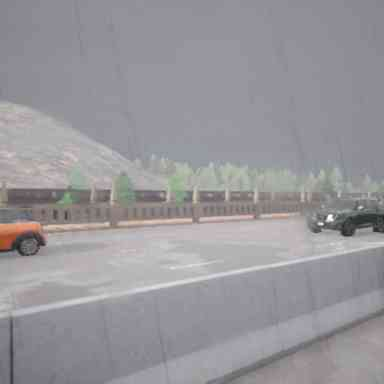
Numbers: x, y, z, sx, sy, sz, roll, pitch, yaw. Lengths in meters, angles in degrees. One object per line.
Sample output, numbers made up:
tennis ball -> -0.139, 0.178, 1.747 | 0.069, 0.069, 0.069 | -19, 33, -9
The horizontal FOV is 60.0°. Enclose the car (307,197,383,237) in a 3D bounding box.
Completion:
car -> 8.976, 1.319, 19.005 | 5.566, 2.045, 2.150 | 0, 0, -36

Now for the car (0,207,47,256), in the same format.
car -> -7.575, 1.353, 11.488 | 4.553, 1.767, 2.097 | 0, 0, -36
